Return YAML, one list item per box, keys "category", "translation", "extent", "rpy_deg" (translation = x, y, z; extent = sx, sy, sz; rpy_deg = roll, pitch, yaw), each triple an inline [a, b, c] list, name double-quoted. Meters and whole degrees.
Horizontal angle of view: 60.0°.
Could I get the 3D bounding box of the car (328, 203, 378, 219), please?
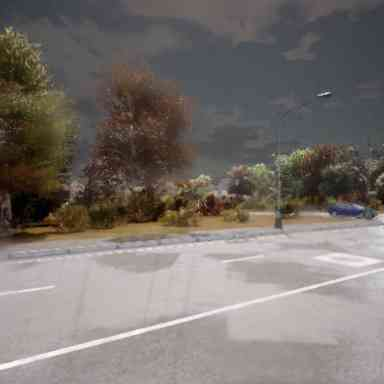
- category: "car"
  translation: [16.861, 1.951, 35.010]
  extent: [1.882, 1.535, 5.008]
  rpy_deg: [1, 0, -32]
